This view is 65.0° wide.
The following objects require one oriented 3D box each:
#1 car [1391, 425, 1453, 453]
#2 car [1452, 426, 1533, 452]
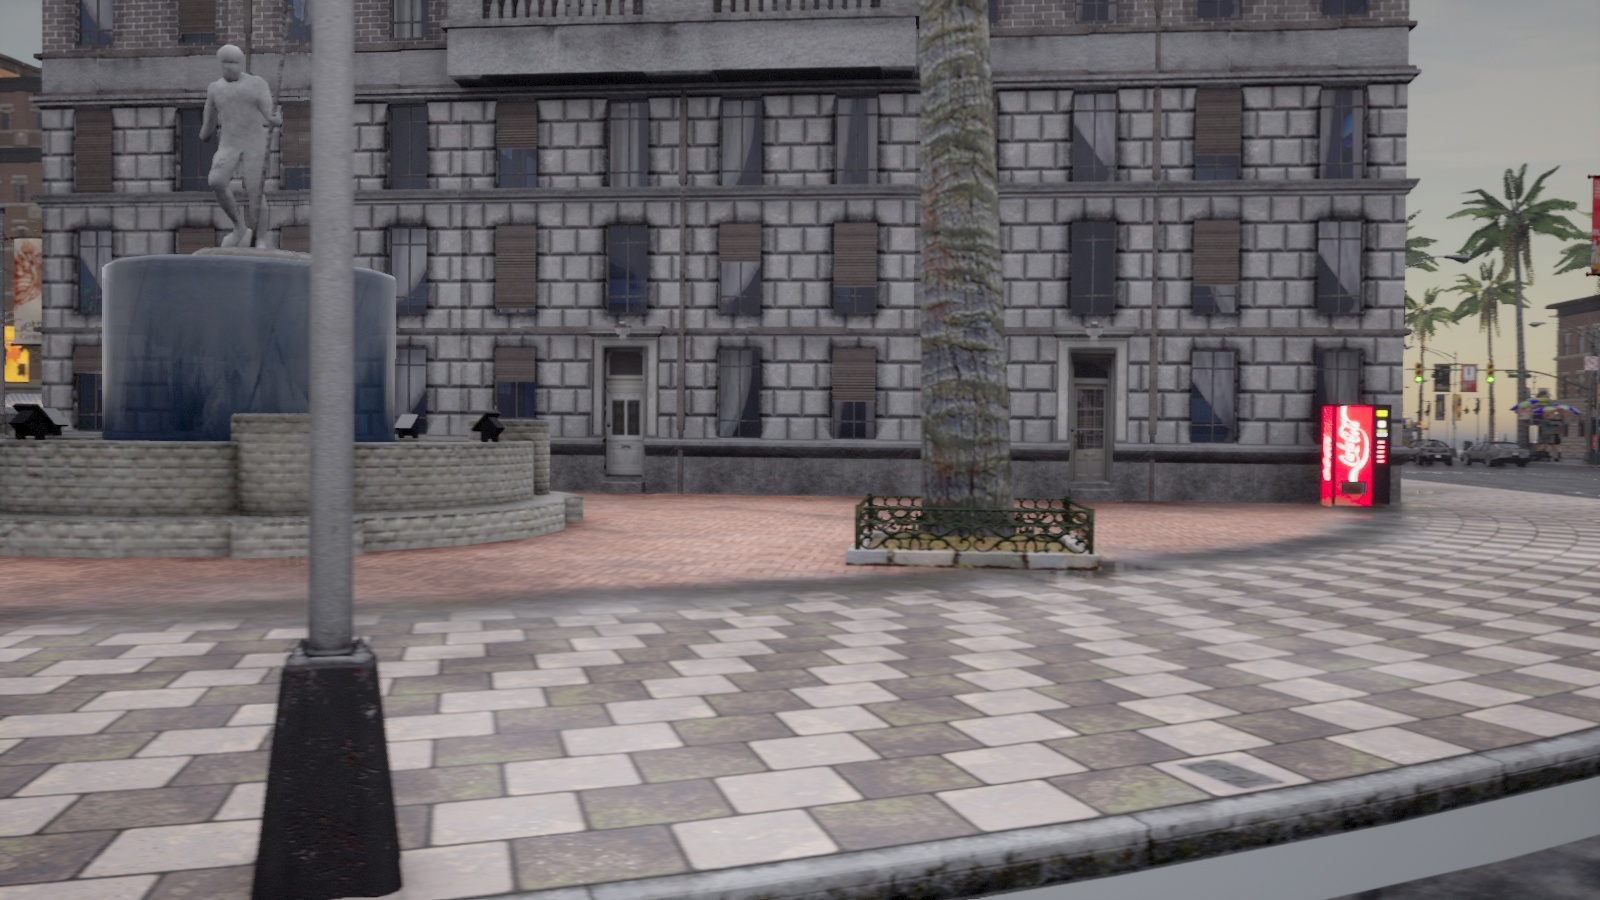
[{"bbox_3d":[34.876,-0.642,70.573,1.816,1.474,4.193,-1,1,7],"label":"car"},{"bbox_3d":[38.280,-0.631,69.551,2.033,1.411,5.357,-1,1,7],"label":"car"}]
